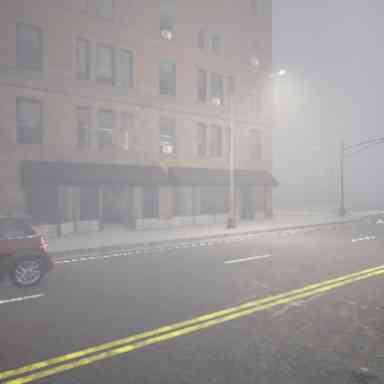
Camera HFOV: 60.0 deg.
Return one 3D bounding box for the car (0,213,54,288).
[{"bbox_3d":[-5.708,1.357,7.593,4.553,1.767,2.097,-1,0,-35],"label":"car"}]
